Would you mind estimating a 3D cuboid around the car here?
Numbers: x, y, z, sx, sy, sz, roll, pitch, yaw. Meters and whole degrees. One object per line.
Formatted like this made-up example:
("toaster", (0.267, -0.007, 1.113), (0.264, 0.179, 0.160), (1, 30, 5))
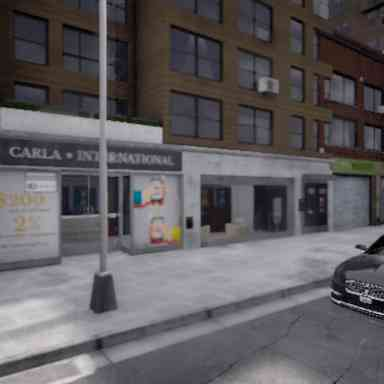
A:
("car", (4.793, 1.495, 6.801), (4.892, 1.490, 1.837), (0, 0, -36))
